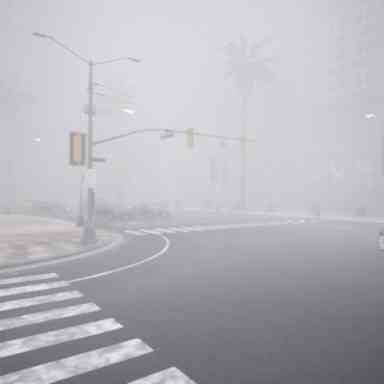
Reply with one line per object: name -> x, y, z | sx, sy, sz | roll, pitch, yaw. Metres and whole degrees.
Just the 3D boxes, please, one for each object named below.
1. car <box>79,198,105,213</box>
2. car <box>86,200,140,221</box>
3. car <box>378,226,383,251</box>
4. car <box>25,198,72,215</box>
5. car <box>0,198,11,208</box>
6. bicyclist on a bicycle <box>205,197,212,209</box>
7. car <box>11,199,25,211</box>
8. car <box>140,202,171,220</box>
car -> -10.201, 1.475, 36.148 | 4.553, 1.767, 2.097 | 0, 0, 35
car -> -6.872, 1.651, 28.442 | 2.033, 1.411, 5.357 | 1, 0, -38
car -> 8.153, 1.586, 11.535 | 1.882, 1.535, 5.008 | 1, 0, 12
car -> -14.798, 1.581, 35.082 | 4.902, 1.511, 2.128 | 0, 0, 29
car -> -28.851, 1.571, 49.795 | 4.902, 1.511, 2.128 | 0, 0, 2
bicyclist on a bicycle -> 2.254, 1.547, 45.102 | 0.582, 1.620, 1.656 | 0, 0, 42
car -> -19.147, 1.570, 40.859 | 5.008, 1.535, 1.882 | 0, 0, 17
car -> -3.811, 1.656, 29.967 | 1.812, 1.442, 4.674 | 1, 0, -39
